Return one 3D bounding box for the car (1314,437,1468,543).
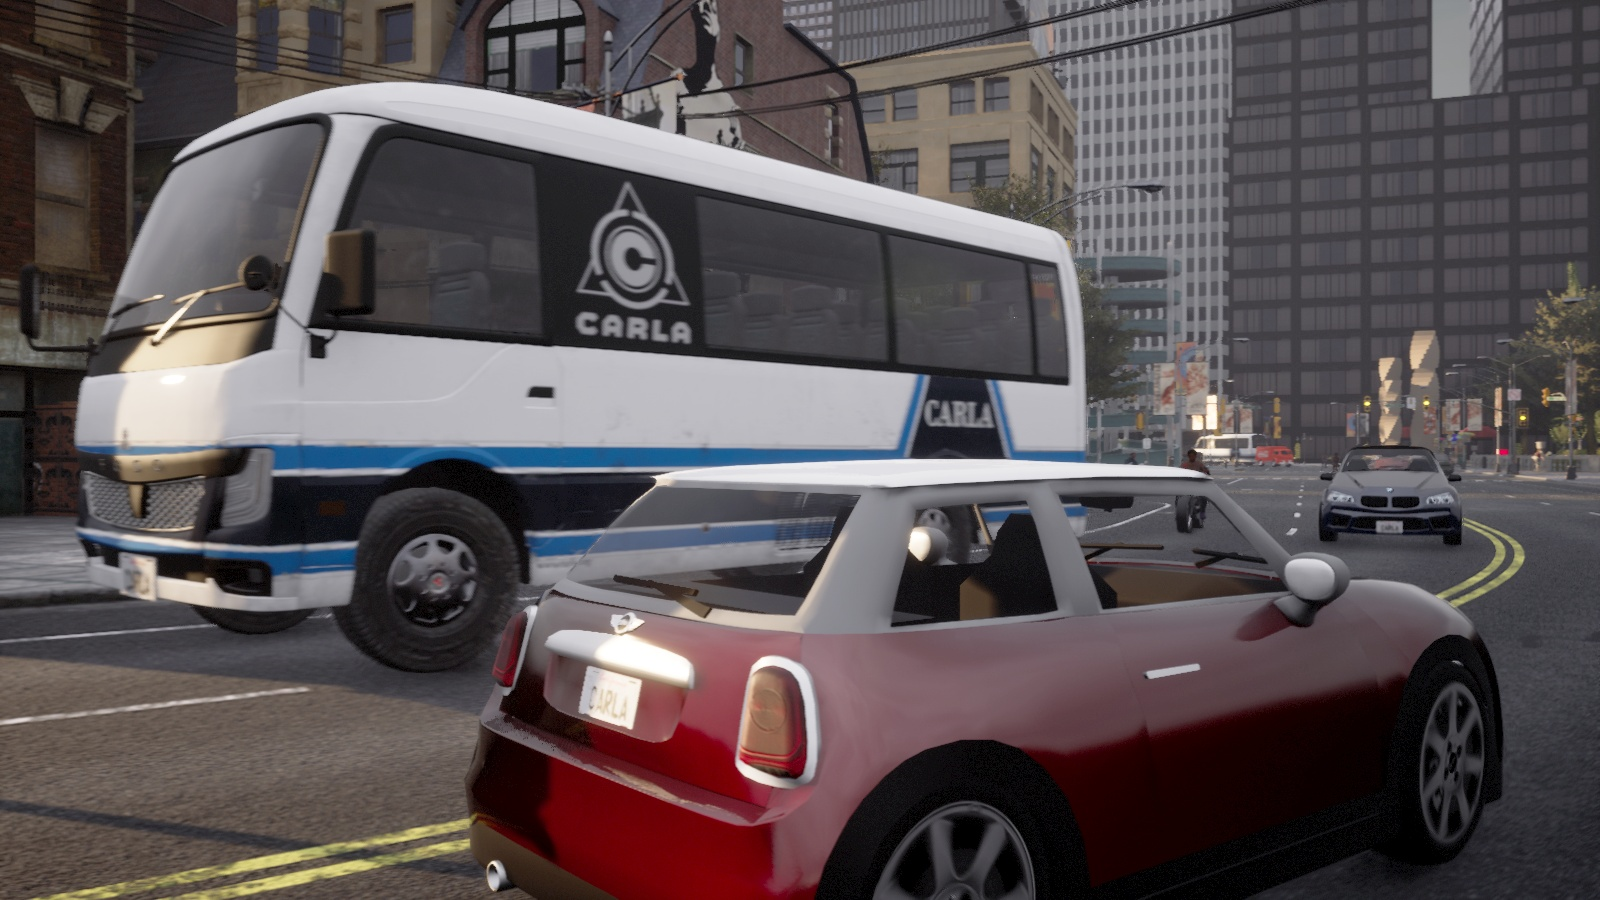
[{"bbox_3d":[10.465,0.633,22.294,2.242,1.667,4.611,0,0,25],"label":"car"}]

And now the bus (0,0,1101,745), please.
[{"bbox_3d":[-1.583,-0.590,11.639,3.944,4.253,10.273,0,0,43],"label":"bus"}]

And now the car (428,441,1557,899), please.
[{"bbox_3d":[0.884,0.723,4.535,3.806,1.475,1.970,0,0,-39],"label":"car"}]
